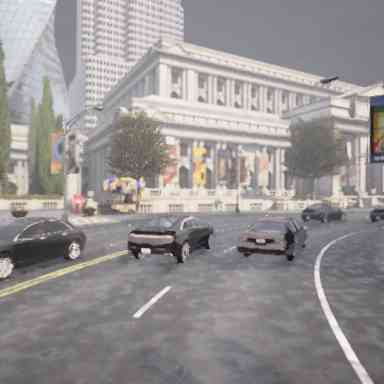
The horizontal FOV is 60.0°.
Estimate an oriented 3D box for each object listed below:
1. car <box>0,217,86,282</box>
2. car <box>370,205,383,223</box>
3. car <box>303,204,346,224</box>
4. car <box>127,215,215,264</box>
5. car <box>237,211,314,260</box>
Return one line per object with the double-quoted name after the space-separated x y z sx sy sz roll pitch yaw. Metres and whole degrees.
-5.243 1.575 10.201 1.837 1.490 4.892 0 -1 17 "car"
16.793 1.825 27.675 4.892 1.490 1.837 1 -1 -32 "car"
11.110 1.802 27.972 4.892 1.490 1.837 1 -1 -39 "car"
-0.551 1.602 12.463 2.128 1.511 4.902 0 0 21 "car"
3.359 1.680 13.196 2.033 1.411 5.357 0 -1 26 "car"
